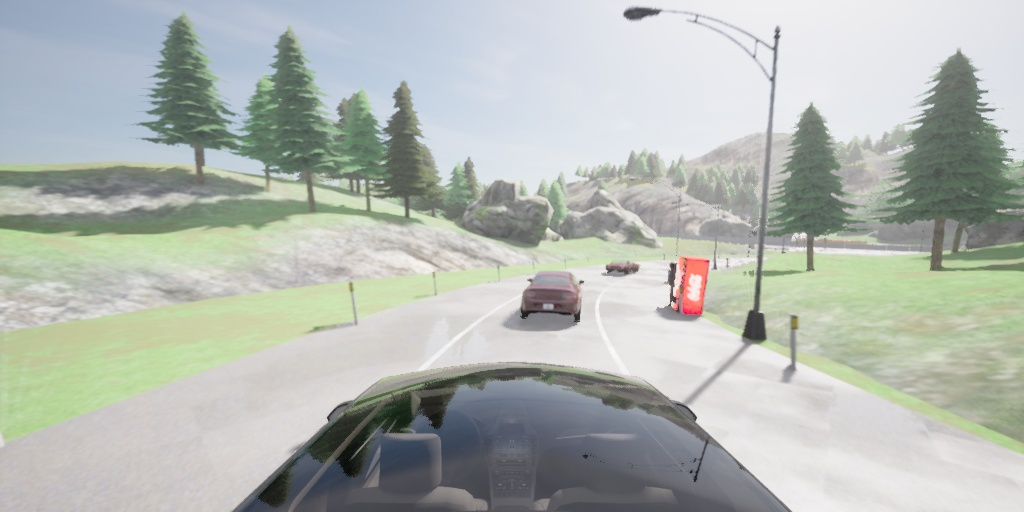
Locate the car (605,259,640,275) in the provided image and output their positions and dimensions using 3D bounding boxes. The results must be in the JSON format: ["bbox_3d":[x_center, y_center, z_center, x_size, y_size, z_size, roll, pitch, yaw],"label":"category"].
[{"bbox_3d":[10.160,0.952,32.583,1.895,1.301,4.718,4,4,34],"label":"car"}]

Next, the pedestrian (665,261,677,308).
[{"bbox_3d":[6.343,1.106,14.027,0.375,1.860,0.375,-3,5,15],"label":"pedestrian"}]

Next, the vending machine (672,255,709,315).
[{"bbox_3d":[6.486,1.017,13.317,1.100,2.100,0.880,0,0,14],"label":"vending machine"}]

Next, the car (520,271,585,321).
[{"bbox_3d":[1.460,1.224,12.258,1.812,1.442,4.674,1,1,11],"label":"car"}]
